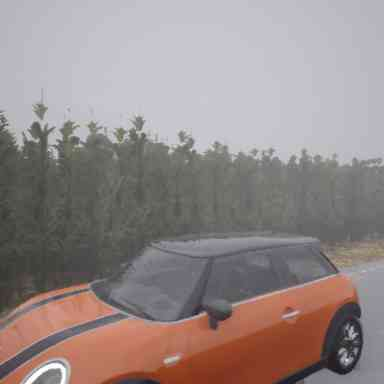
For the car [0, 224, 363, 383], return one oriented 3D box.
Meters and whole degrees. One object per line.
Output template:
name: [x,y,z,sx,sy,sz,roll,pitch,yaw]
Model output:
car: [0.028,1.356,4.006,4.553,1.767,2.097,0,0,-35]
